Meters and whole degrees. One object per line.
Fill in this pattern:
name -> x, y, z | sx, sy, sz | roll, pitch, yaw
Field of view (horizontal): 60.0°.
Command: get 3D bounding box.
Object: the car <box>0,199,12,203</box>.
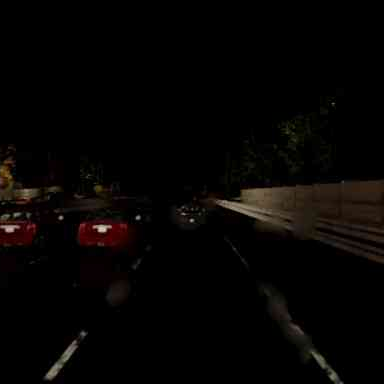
car -> -24.547, 1.938, 44.551 | 1.994, 1.385, 4.181 | 0, 0, 1

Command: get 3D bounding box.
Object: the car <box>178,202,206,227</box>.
car -> -0.008, 1.681, 24.196 | 2.128, 1.511, 4.902 | 0, 0, 0

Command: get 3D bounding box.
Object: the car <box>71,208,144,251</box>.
car -> -3.406, 1.463, 14.747 | 2.097, 1.767, 4.553 | 0, 0, 0

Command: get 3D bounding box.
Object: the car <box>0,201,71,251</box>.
car -> -6.905, 1.463, 14.718 | 2.097, 1.767, 4.553 | 0, 0, 0

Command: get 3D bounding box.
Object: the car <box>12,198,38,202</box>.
car -> -21.064, 1.860, 43.831 | 2.128, 1.511, 4.902 | 0, 0, 1

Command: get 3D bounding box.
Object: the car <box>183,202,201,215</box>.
car -> -0.011, 1.886, 38.823 | 1.994, 1.385, 4.181 | 0, -1, 0

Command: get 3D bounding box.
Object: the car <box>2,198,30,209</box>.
car -> -28.045, 1.811, 53.110 | 2.097, 1.767, 4.553 | 0, -1, 1
